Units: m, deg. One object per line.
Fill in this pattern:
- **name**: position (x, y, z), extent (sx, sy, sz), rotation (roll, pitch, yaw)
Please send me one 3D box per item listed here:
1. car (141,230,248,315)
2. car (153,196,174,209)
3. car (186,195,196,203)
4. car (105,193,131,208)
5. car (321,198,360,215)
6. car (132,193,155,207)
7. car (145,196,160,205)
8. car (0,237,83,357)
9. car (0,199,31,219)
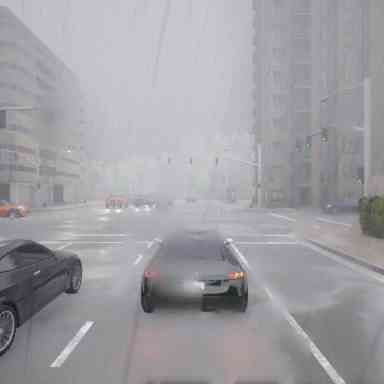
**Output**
- **car**: position (0.049, 1.564, 7.650), extent (1.994, 1.385, 4.181), rotation (0, 0, 0)
- **car**: position (-3.717, 1.564, 46.208), extent (1.994, 1.385, 4.181), rotation (0, 0, 3)
- **car**: position (-0.150, 1.355, 72.566), extent (2.097, 1.767, 4.553), rotation (0, 0, 0)
- **car**: position (-10.698, 1.221, 47.506), extent (2.150, 2.045, 5.566), rotation (0, 0, 0)
- **car**: position (15.514, 1.352, 33.689), extent (4.553, 1.767, 2.097), rotation (0, 0, 1)
- **car**: position (-7.203, 1.221, 50.638), extent (2.150, 2.045, 5.566), rotation (0, 0, 0)
- **car**: position (-7.193, 1.491, 60.662), extent (2.128, 1.511, 4.902), rotation (0, 0, 0)
- **car**: position (-3.460, 1.526, 5.848), extent (1.812, 1.442, 4.674), rotation (0, 0, 0)
- **car**: position (-15.998, 1.351, 27.723), extent (4.553, 1.767, 2.097), rotation (0, 0, -12)
